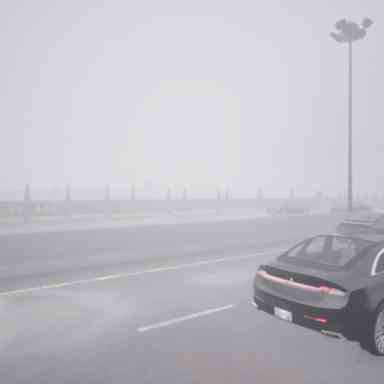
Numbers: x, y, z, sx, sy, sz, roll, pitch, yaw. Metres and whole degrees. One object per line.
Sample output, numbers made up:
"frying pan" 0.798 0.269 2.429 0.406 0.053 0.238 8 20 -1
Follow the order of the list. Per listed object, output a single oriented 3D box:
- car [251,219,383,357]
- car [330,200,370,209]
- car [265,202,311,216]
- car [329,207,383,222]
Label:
"car" 3.251 1.495 6.066 4.902 1.511 2.128 0 0 -36
"car" 15.218 1.529 32.020 5.008 1.535 1.882 0 0 -35
"car" 9.248 1.641 32.064 4.718 1.301 1.895 0 0 -35
"car" 7.824 1.520 13.628 4.892 1.490 1.837 0 0 -35
